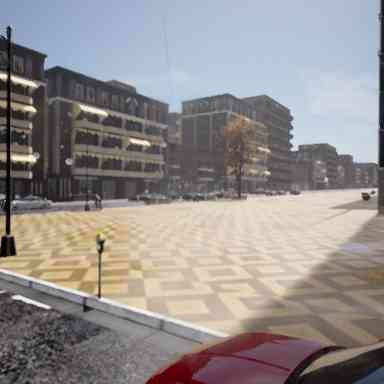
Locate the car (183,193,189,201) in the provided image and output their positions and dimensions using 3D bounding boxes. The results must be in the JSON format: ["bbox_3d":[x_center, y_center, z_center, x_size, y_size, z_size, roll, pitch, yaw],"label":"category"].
[{"bbox_3d":[0.615,0.720,54.198,2.033,1.411,5.357,1,1,35],"label":"car"}]

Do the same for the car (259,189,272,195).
[{"bbox_3d":[20.545,-0.020,93.050,1.887,1.381,4.507,2,2,35],"label":"car"}]

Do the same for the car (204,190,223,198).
[{"bbox_3d":[4.598,0.392,70.016,1.752,1.417,4.829,2,2,35],"label":"car"}]

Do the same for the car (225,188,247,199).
[{"bbox_3d":[8.511,0.572,60.948,1.752,1.417,4.829,2,2,35],"label":"car"}]

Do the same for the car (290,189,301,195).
[{"bbox_3d":[27.436,-0.026,88.277,1.967,1.590,4.097,2,2,35],"label":"car"}]

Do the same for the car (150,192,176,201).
[{"bbox_3d":[-4.816,0.675,56.421,2.008,1.369,4.403,2,2,35],"label":"car"}]

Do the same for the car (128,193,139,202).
[{"bbox_3d":[-7.986,0.777,51.843,1.947,1.339,4.313,2,2,35],"label":"car"}]

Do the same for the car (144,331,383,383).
[{"bbox_3d":[1.624,1.546,1.707,4.507,1.381,1.887,0,1,36],"label":"car"}]

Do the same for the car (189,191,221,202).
[{"bbox_3d":[2.073,0.774,51.652,2.008,1.369,4.403,2,2,35],"label":"car"}]

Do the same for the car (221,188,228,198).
[{"bbox_3d":[6.473,0.557,62.750,2.033,1.411,5.357,1,1,35],"label":"car"}]

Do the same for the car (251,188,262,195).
[{"bbox_3d":[17.378,-0.164,88.464,2.192,1.841,5.009,2,2,35],"label":"car"}]

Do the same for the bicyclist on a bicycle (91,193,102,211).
[{"bbox_3d":[-8.832,0.927,30.737,1.656,1.620,0.582,0,1,35],"label":"bicyclist on a bicycle"}]

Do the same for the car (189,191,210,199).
[{"bbox_3d":[1.524,0.516,65.579,1.947,1.339,4.313,2,2,35],"label":"car"}]

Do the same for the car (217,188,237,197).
[{"bbox_3d":[7.868,0.093,74.729,2.192,1.841,5.009,2,2,35],"label":"car"}]

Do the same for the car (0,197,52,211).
[{"bbox_3d":[-17.058,1.153,34.213,1.895,1.301,4.718,1,1,35],"label":"car"}]

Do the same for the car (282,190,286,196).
[{"bbox_3d":[21.094,0.256,79.122,2.008,1.369,4.403,2,2,35],"label":"car"}]

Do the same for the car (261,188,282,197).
[{"bbox_3d":[17.925,0.342,74.545,2.008,1.369,4.403,2,2,35],"label":"car"}]

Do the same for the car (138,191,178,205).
[{"bbox_3d":[-4.267,0.949,42.494,2.008,1.369,4.403,2,2,35],"label":"car"}]
